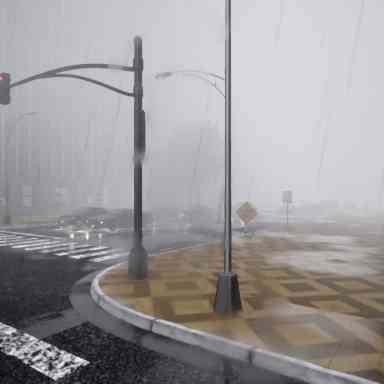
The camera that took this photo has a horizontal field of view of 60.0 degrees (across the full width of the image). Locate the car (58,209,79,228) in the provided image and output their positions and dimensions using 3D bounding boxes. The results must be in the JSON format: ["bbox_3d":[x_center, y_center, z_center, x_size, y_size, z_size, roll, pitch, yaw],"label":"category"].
[{"bbox_3d":[-7.828,1.844,25.166,1.812,1.442,4.674,0,-1,31],"label":"car"}]

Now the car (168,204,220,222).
[{"bbox_3d":[0.306,1.992,31.840,2.128,1.511,4.902,0,-1,33],"label":"car"}]

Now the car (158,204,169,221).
[{"bbox_3d":[-2.864,1.988,32.916,1.837,1.490,4.892,0,-1,33],"label":"car"}]

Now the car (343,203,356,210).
[{"bbox_3d":[31.294,2.837,65.824,1.812,1.442,4.674,0,-1,33],"label":"car"}]

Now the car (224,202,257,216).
[{"bbox_3d":[6.308,2.052,41.174,2.097,1.767,4.553,0,-1,33],"label":"car"}]

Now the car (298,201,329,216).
[{"bbox_3d":[16.242,2.342,44.378,2.128,1.511,4.902,0,-1,33],"label":"car"}]

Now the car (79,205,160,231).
[{"bbox_3d":[-4.956,1.874,23.638,2.033,1.411,5.357,0,-1,33],"label":"car"}]

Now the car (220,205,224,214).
[{"bbox_3d":[3.458,2.293,42.759,1.895,1.301,4.718,0,-1,33],"label":"car"}]

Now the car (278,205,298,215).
[{"bbox_3d":[13.573,2.450,46.230,1.895,1.301,4.718,0,-1,33],"label":"car"}]

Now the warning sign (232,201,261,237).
[{"bbox_3d":[3.050,1.454,18.585,1.300,1.860,1.060,1,1,33],"label":"warning sign"}]

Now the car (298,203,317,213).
[{"bbox_3d":[19.008,2.592,54.795,1.994,1.385,4.181,0,-1,33],"label":"car"}]

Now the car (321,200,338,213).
[{"bbox_3d":[21.762,2.254,53.069,2.150,2.045,5.566,0,-1,33],"label":"car"}]
